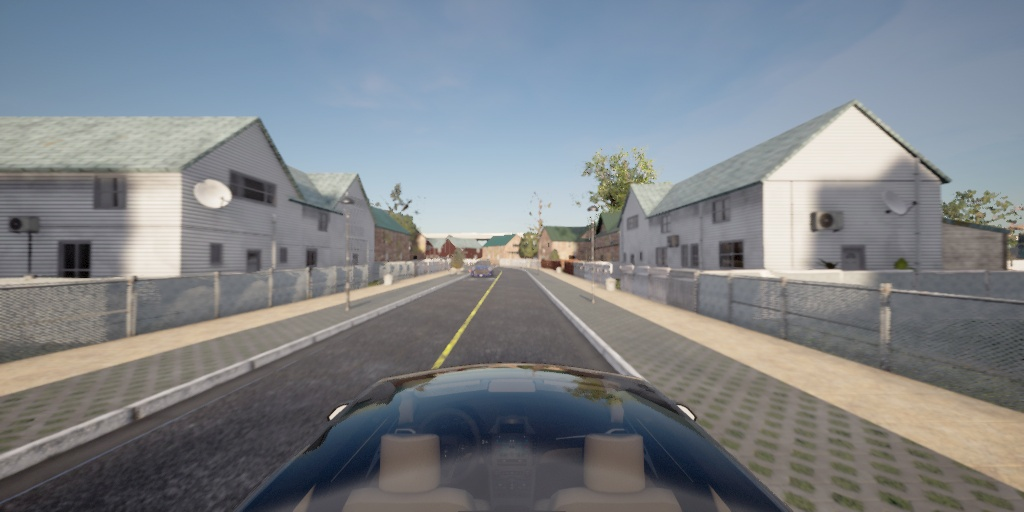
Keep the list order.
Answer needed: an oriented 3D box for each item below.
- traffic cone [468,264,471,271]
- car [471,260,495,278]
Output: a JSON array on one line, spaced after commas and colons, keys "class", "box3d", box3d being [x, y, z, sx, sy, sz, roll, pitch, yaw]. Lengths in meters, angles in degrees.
[{"class": "traffic cone", "box3d": [-4.726, 1.430, 42.451, 0.340, 0.580, 0.340, 0, 0, 28]}, {"class": "car", "box3d": [-2.847, 1.204, 35.414, 2.097, 1.767, 4.553, 0, 0, 0]}]
